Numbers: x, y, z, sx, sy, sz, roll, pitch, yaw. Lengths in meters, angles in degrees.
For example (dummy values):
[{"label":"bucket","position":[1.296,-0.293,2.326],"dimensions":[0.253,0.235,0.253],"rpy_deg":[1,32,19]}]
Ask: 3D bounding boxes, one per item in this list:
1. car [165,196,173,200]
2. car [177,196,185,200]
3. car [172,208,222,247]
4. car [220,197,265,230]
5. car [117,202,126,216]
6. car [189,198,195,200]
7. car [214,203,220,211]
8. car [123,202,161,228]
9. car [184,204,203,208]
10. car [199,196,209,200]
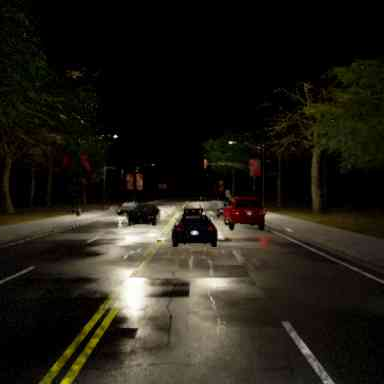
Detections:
[{"label":"car","position":[-6.438,1.855,95.191],"dimensions":[1.837,1.490,4.892],"rpy_deg":[0,0,0]},{"label":"car","position":[-3.188,1.854,95.189],"dimensions":[1.837,1.490,4.892],"rpy_deg":[0,0,0]},{"label":"car","position":[0.111,1.660,15.669],"dimensions":[1.994,1.385,4.181],"rpy_deg":[0,0,0]},{"label":"car","position":[3.365,1.358,22.162],"dimensions":[2.150,2.045,5.566],"rpy_deg":[0,0,0]},{"label":"car","position":[-6.519,1.768,35.266],"dimensions":[2.033,1.411,5.357],"rpy_deg":[0,0,1]},{"label":"car","position":[0.056,2.024,85.206],"dimensions":[1.895,1.301,4.718],"rpy_deg":[0,0,0]},{"label":"car","position":[3.272,1.752,32.836],"dimensions":[2.033,1.411,5.357],"rpy_deg":[0,0,0]},{"label":"car","position":[-3.328,1.625,23.949],"dimensions":[1.882,1.535,5.008],"rpy_deg":[0,-1,0]},{"label":"car","position":[0.121,1.801,32.212],"dimensions":[1.895,1.301,4.718],"rpy_deg":[0,0,0]},{"label":"car","position":[3.306,1.981,85.175],"dimensions":[1.994,1.385,4.181],"rpy_deg":[0,0,0]}]
